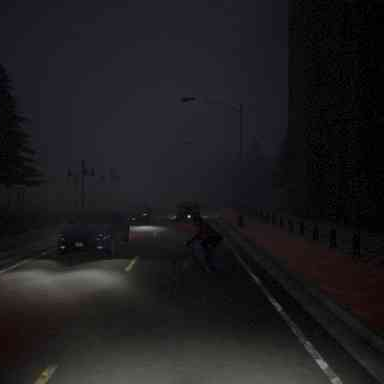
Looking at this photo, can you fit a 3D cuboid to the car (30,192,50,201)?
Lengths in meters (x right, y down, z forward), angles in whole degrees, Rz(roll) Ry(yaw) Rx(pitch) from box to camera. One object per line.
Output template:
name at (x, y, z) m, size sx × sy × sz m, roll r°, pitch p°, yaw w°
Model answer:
car at (-36.868, 1.323, 79.727) m, size 3.633 × 1.501 × 1.845 m, roll 0°, pitch 0°, yaw -1°

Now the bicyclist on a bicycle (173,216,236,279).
bicyclist on a bicycle at (0.310, 1.441, 8.579) m, size 1.656 × 1.620 × 0.582 m, roll -1°, pitch 0°, yaw -1°

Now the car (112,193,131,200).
car at (-18.369, 1.100, 83.590) m, size 4.605 × 1.855 × 1.932 m, roll 0°, pitch 0°, yaw -1°

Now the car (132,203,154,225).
car at (-3.905, 1.522, 24.466) m, size 1.812 × 1.442 × 4.674 m, roll 0°, pitch 0°, yaw 0°

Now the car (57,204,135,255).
car at (-3.767, 1.476, 13.486) m, size 1.882 × 1.535 × 5.008 m, roll 0°, pitch 0°, yaw -1°

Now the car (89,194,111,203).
car at (-18.253, 1.379, 65.007) m, size 3.633 × 1.501 × 1.845 m, roll 0°, pitch 0°, yaw -1°

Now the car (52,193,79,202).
car at (-25.714, 1.389, 67.885) m, size 3.806 × 1.475 × 1.970 m, roll 0°, pitch 0°, yaw -1°

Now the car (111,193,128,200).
car at (-18.821, 1.079, 86.490) m, size 3.866 × 1.878 × 1.905 m, roll 0°, pitch 0°, yaw -1°

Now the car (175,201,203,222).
car at (-0.238, 1.500, 26.070) m, size 1.837 × 1.490 × 4.892 m, roll 0°, pitch 0°, yaw -1°
